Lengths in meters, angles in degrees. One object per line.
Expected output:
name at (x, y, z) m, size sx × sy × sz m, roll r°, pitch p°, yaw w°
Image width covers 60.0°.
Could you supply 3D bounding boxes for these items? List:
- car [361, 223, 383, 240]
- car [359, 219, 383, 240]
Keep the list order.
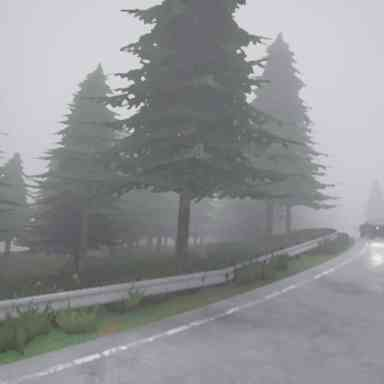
car at (17.009, 3.568, 29.644) m, size 1.895 × 1.301 × 4.718 m, roll 3°, pitch -7°, yaw 6°
car at (11.906, 2.357, 20.823) m, size 1.895 × 1.301 × 4.718 m, roll 3°, pitch -4°, yaw 17°
